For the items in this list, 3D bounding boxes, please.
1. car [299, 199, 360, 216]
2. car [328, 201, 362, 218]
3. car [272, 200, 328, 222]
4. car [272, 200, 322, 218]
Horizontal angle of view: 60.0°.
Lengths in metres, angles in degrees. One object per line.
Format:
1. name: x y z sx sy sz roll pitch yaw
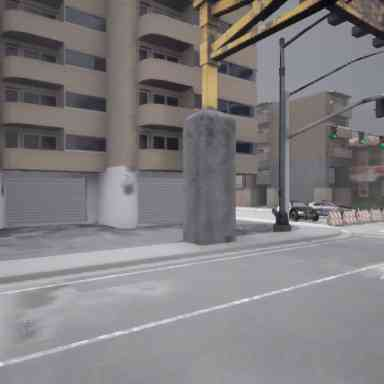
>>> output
1. car: 11.757 1.295 28.613 4.536 1.218 1.853 0 0 34
2. car: 11.800 1.453 28.584 4.974 1.542 2.038 0 0 34
3. car: 8.225 1.453 26.434 2.038 1.542 4.974 0 0 -11
4. car: 8.215 1.295 26.485 1.853 1.218 4.536 0 0 -11
